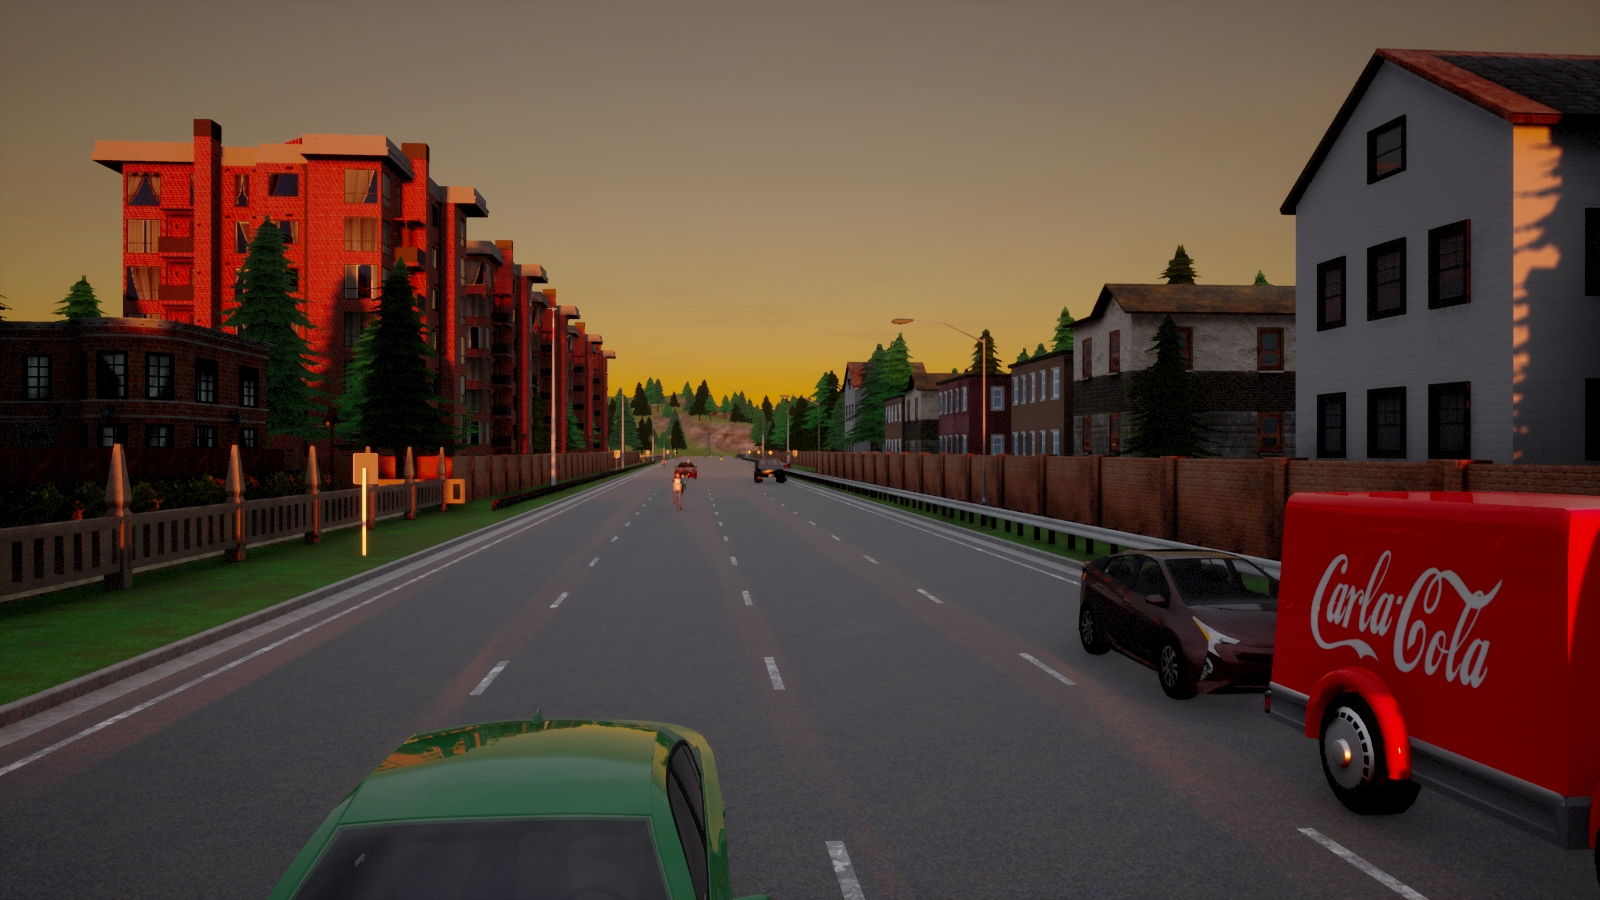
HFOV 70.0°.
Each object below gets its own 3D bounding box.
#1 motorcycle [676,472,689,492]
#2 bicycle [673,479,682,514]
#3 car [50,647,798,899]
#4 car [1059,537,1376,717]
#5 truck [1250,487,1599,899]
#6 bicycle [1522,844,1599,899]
[{"bbox_3d":[-7.822,2.142,76.349,0.856,1.316,1.805,0,0,-5],"label":"motorcycle"},{"bbox_3d":[-5.491,2.056,51.128,0.373,1.496,1.643,0,0,-5],"label":"bicycle"},{"bbox_3d":[-1.202,2.034,4.748,2.097,1.535,5.006,0,0,-5],"label":"car"},{"bbox_3d":[4.945,2.040,14.354,2.007,1.525,4.514,0,0,-5],"label":"car"},{"bbox_3d":[5.566,1.568,7.740,2.627,2.467,5.204,0,0,-5],"label":"truck"},{"bbox_3d":[2.623,2.056,2.959,0.373,1.496,1.643,0,0,-4],"label":"bicycle"}]
